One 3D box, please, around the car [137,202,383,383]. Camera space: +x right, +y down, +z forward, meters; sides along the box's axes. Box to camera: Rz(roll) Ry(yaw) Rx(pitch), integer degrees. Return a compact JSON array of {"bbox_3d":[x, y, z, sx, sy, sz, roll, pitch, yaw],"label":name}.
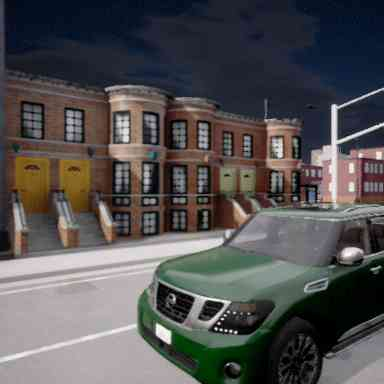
[{"bbox_3d":[1.929,1.224,5.331,5.566,2.045,2.150,0,0,-35],"label":"car"}]
